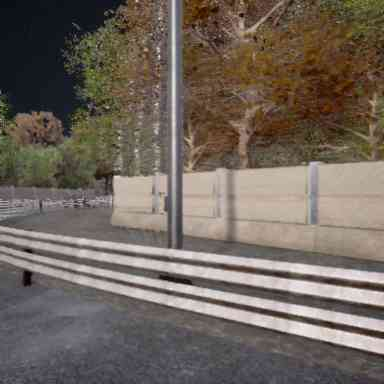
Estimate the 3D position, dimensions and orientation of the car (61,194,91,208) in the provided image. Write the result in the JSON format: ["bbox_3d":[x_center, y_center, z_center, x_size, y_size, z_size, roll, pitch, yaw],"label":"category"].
[{"bbox_3d":[-17.653,1.351,50.845,2.150,2.045,5.566,0,0,13],"label":"car"}]

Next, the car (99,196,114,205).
[{"bbox_3d":[-15.321,1.500,61.215,2.097,1.767,4.553,0,0,13],"label":"car"}]
